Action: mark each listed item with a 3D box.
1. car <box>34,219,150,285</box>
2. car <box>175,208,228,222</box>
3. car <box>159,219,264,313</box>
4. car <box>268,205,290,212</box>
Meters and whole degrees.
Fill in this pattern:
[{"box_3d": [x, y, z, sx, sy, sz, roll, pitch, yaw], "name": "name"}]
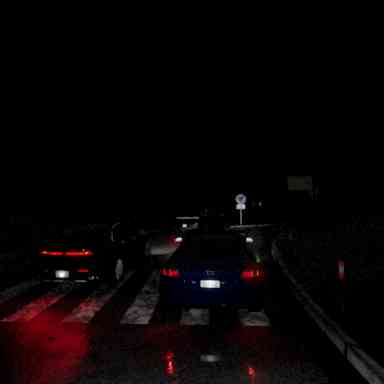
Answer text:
[{"box_3d": [-2.535, 1.530, 9.564, 1.837, 1.490, 4.892, -1, 0, 6], "name": "car"}, {"box_3d": [0.751, 1.766, 20.608, 2.128, 1.511, 4.902, -2, -4, 28], "name": "car"}, {"box_3d": [0.502, 1.562, 7.782, 1.994, 1.385, 4.181, 0, 0, 5], "name": "car"}, {"box_3d": [19.079, 3.759, 73.234, 4.553, 1.767, 2.097, -4, -6, 41], "name": "car"}]
